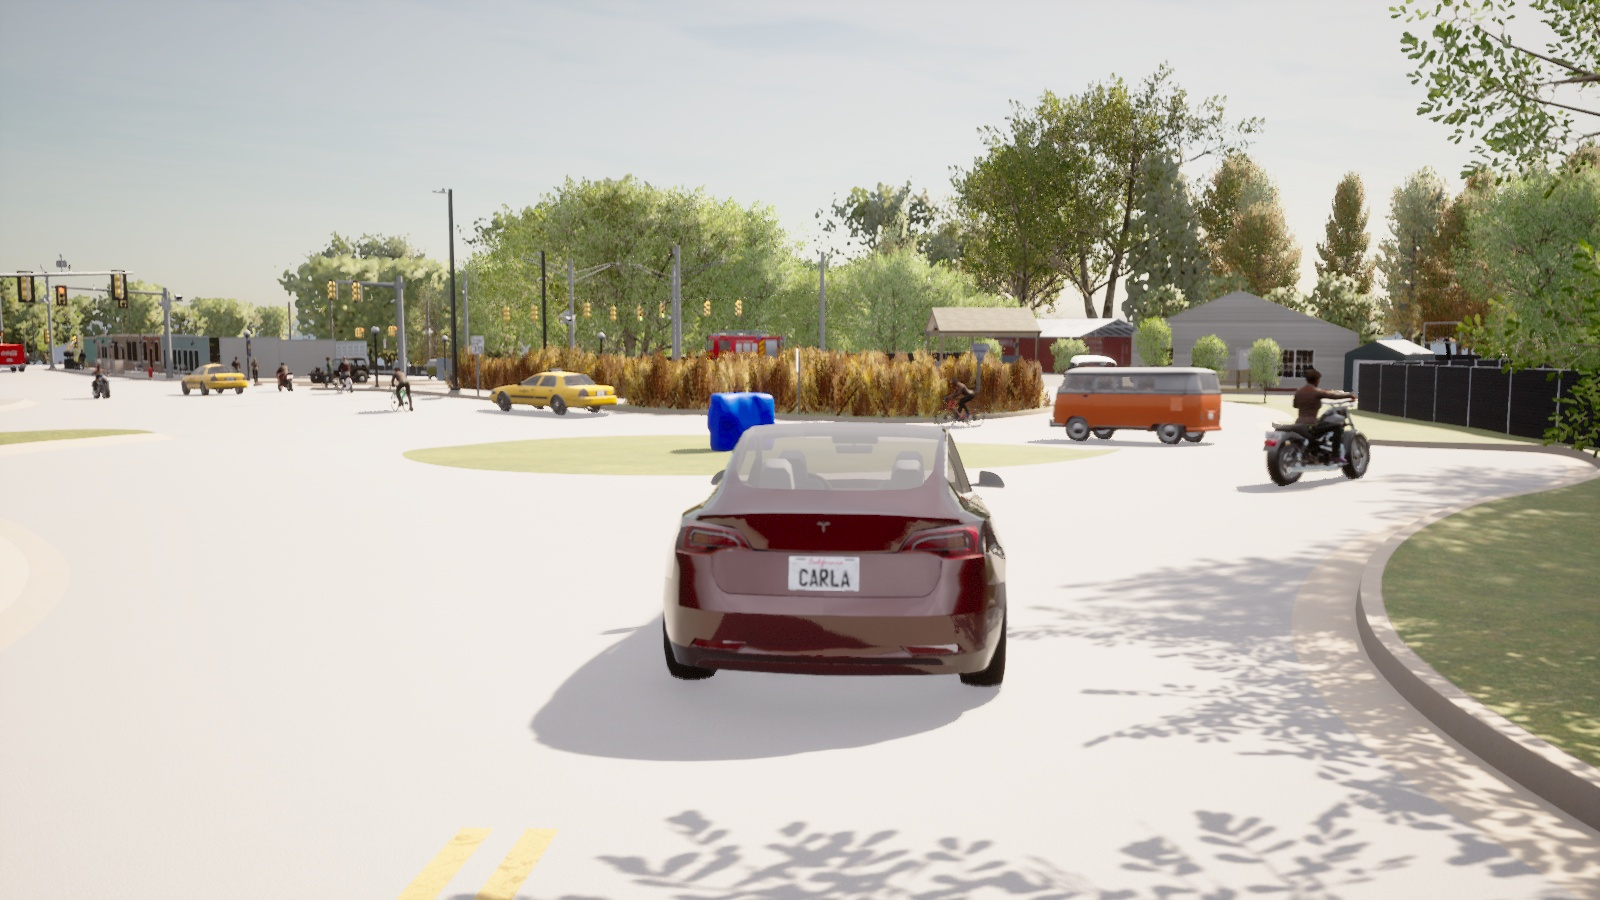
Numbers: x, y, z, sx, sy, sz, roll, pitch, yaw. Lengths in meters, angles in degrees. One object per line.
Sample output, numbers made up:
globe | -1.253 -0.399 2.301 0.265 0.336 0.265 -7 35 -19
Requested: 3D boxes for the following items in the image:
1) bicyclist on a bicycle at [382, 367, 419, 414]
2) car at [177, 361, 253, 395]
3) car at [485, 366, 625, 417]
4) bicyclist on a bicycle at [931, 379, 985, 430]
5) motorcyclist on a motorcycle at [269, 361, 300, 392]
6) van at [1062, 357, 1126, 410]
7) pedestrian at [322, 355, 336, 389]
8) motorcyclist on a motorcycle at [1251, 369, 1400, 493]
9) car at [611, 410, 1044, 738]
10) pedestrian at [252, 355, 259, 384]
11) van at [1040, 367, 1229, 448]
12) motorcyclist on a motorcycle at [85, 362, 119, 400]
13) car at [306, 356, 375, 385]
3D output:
bicyclist on a bicycle | -14.428 -2.170 45.356 0.582 1.620 1.656 -6 7 -41
car | -28.400 -3.504 60.895 1.801 1.575 5.366 -5 6 -42
car | -8.758 -2.121 44.615 5.366 1.575 1.801 4 7 38
bicyclist on a bicycle | 5.150 -1.491 40.963 1.656 1.620 0.582 -1 4 -4
motorcyclist on a motorcycle | -26.301 -3.739 64.062 0.797 1.523 2.044 -5 6 -40
van | 11.939 -2.763 51.233 2.069 2.038 4.480 1 5 7
pedestrian | -25.817 -4.289 68.869 0.614 1.847 0.353 -3 6 -26
motorcyclist on a motorcycle | 7.479 -0.313 17.832 2.350 1.649 0.766 -3 4 -33
car | 0.358 0.534 8.670 2.163 1.488 4.792 1 3 6
pedestrian | -35.469 -5.226 81.783 0.331 1.846 0.634 -2 6 -21
van | 8.783 -1.167 33.186 4.442 1.987 1.775 3 4 39
motorcyclist on a motorcycle | -31.704 -3.139 57.021 0.766 1.649 2.350 -5 6 -42
car | -30.704 -5.309 83.983 1.905 1.878 3.866 5 6 44
